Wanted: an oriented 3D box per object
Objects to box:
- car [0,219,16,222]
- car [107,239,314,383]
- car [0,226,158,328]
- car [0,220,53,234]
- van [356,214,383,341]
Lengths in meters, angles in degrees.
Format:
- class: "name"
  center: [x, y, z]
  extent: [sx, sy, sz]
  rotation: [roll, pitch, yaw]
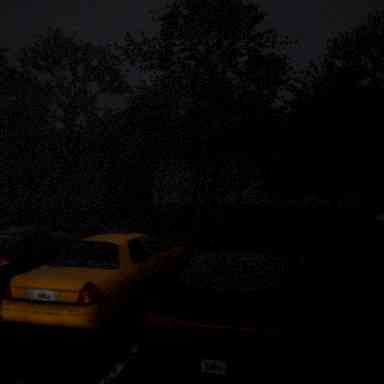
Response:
- class: "car"
  center: [-6.463, 1.631, 10.546]
  extent: [2.002, 1.452, 4.674]
  rotation: [0, 0, 15]
- class: "car"
  center: [0.837, 1.509, 5.478]
  extent: [2.097, 1.535, 5.008]
  rotation: [-1, -1, 15]
- class: "car"
  center: [-1.539, 1.538, 7.372]
  extent: [1.946, 1.575, 5.366]
  rotation: [-1, -1, 15]
- class: "car"
  center: [-4.030, 1.606, 8.882]
  extent: [2.002, 1.452, 4.674]
  rotation: [0, -1, 15]
- class: "van"
  center: [3.291, 1.255, 3.881]
  extent: [1.878, 1.987, 4.442]
  rotation: [-1, -1, 15]
